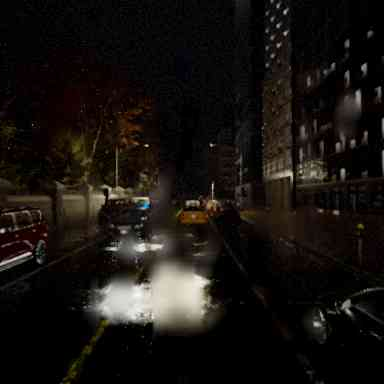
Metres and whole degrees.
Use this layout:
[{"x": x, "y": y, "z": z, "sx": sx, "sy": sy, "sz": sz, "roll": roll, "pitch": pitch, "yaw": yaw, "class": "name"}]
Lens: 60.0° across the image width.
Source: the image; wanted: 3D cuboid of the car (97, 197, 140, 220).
[{"x": -5.681, "y": 1.419, "z": 25.390, "sx": 2.192, "sy": 1.841, "sz": 5.009, "roll": 1, "pitch": 0, "yaw": 0, "class": "car"}]

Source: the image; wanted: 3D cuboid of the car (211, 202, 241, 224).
[{"x": 2.696, "y": 1.686, "z": 25.330, "sx": 1.802, "sy": 1.307, "sz": 4.206, "roll": 1, "pitch": 0, "yaw": 0, "class": "car"}]

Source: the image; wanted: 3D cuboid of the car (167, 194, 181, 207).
[{"x": -3.056, "y": 1.431, "z": 57.618, "sx": 2.150, "sy": 2.045, "sz": 5.566, "roll": 0, "pitch": 0, "yaw": 1, "class": "car"}]

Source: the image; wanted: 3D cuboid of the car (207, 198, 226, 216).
[{"x": 2.698, "y": 1.564, "z": 30.948, "sx": 1.967, "sy": 1.590, "sz": 4.097, "roll": 1, "pitch": 0, "yaw": 0, "class": "car"}]

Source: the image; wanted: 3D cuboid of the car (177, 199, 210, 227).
[{"x": 0.099, "y": 1.552, "z": 23.576, "sx": 1.801, "sy": 1.575, "sz": 5.366, "roll": 0, "pitch": 0, "yaw": 0, "class": "car"}]

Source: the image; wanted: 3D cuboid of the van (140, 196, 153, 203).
[{"x": -5.682, "y": 1.484, "z": 36.617, "sx": 1.690, "sy": 1.788, "sz": 3.998, "roll": 1, "pitch": 0, "yaw": 0, "class": "van"}]

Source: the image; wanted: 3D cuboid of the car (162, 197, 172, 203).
[{"x": -5.684, "y": 1.779, "z": 75.745, "sx": 1.752, "sy": 1.417, "sz": 4.829, "roll": 1, "pitch": 0, "yaw": 0, "class": "car"}]

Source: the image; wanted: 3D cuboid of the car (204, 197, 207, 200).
[{"x": 2.697, "y": 1.688, "z": 42.353, "sx": 1.752, "sy": 1.417, "sz": 4.829, "roll": 1, "pitch": 0, "yaw": 0, "class": "car"}]

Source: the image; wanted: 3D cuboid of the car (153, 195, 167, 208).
[{"x": -5.681, "y": 1.513, "z": 53.460, "sx": 2.192, "sy": 1.841, "sz": 5.009, "roll": 1, "pitch": 0, "yaw": 0, "class": "car"}]

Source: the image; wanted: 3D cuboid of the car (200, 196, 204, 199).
[{"x": 2.697, "y": 1.638, "z": 53.419, "sx": 1.967, "sy": 1.590, "sz": 4.097, "roll": 1, "pitch": 0, "yaw": 0, "class": "car"}]

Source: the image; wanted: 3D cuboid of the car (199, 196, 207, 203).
[{"x": 2.696, "y": 1.811, "z": 81.506, "sx": 1.887, "sy": 1.381, "sz": 4.507, "roll": 1, "pitch": 0, "yaw": 0, "class": "car"}]

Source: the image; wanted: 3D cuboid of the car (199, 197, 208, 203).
[{"x": 2.696, "y": 1.799, "z": 75.889, "sx": 1.887, "sy": 1.381, "sz": 4.507, "roll": 1, "pitch": 0, "yaw": 0, "class": "car"}]

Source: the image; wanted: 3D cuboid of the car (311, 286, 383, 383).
[{"x": 2.696, "y": 1.582, "z": 3.343, "sx": 1.947, "sy": 1.339, "sz": 4.313, "roll": 1, "pitch": 0, "yaw": 0, "class": "car"}]

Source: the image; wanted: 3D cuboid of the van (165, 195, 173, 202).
[{"x": -5.682, "y": 1.607, "z": 81.529, "sx": 1.690, "sy": 1.788, "sz": 3.998, "roll": 1, "pitch": 0, "yaw": 0, "class": "van"}]

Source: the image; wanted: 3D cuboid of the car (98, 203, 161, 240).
[{"x": -3.099, "y": 1.566, "z": 17.605, "sx": 2.128, "sy": 1.511, "sz": 4.902, "roll": 0, "pitch": 0, "yaw": 0, "class": "car"}]

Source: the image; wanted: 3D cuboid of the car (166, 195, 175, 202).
[{"x": -5.684, "y": 1.718, "z": 87.142, "sx": 1.967, "sy": 1.590, "sz": 4.097, "roll": 1, "pitch": 0, "yaw": 0, "class": "car"}]

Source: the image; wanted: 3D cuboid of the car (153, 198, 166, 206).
[{"x": -5.684, "y": 1.758, "z": 59.073, "sx": 1.887, "sy": 1.381, "sz": 4.507, "roll": 1, "pitch": 0, "yaw": 0, "class": "car"}]

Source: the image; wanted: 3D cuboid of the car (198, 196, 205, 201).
[{"x": 2.695, "y": 1.815, "z": 92.909, "sx": 1.752, "sy": 1.417, "sz": 4.829, "roll": 1, "pitch": 0, "yaw": 0, "class": "car"}]

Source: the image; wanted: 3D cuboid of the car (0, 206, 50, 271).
[{"x": -5.681, "y": 1.355, "z": 9.072, "sx": 2.192, "sy": 1.841, "sz": 5.009, "roll": 1, "pitch": 0, "yaw": 0, "class": "car"}]
